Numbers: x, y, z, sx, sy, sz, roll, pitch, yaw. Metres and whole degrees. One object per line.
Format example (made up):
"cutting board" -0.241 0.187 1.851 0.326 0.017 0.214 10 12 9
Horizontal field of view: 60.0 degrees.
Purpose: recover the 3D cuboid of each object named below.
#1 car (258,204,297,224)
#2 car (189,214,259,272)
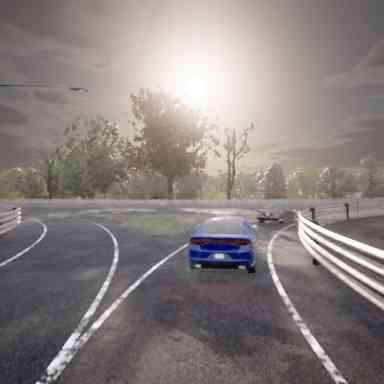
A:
"car" 6.680 1.675 25.977 2.033 1.411 5.357 0 0 30
"car" 1.150 1.533 11.152 1.882 1.535 5.008 0 0 10
